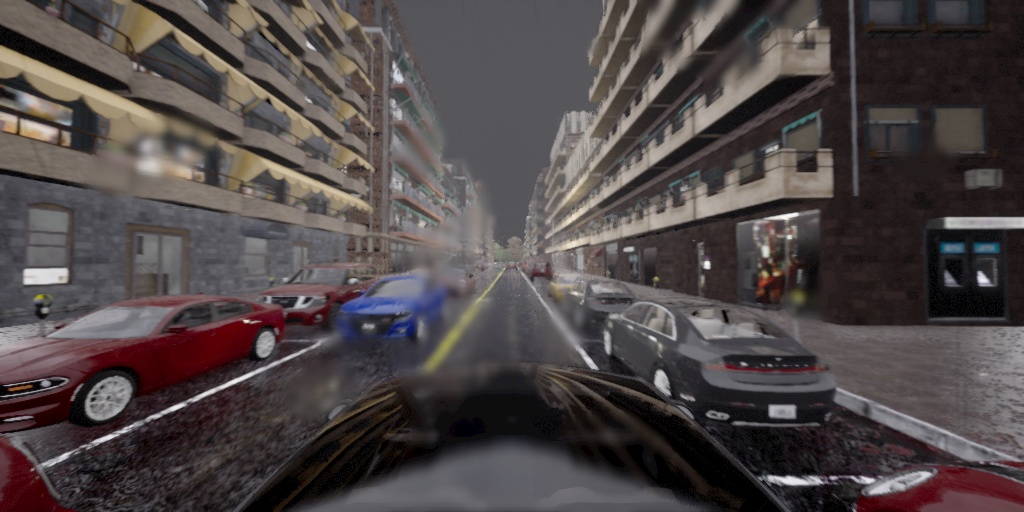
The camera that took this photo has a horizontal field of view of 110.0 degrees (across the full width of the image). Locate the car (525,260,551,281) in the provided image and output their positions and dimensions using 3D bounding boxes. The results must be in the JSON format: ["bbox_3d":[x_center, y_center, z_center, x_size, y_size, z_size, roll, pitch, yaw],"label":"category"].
[{"bbox_3d":[2.662,1.358,33.592,2.192,1.841,5.009,0,0,0],"label":"car"}]

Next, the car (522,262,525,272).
[{"bbox_3d":[2.651,1.699,44.727,2.007,1.370,4.403,0,0,0],"label":"car"}]

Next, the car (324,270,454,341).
[{"bbox_3d":[-3.098,1.310,10.324,1.882,1.535,5.008,0,-1,0],"label":"car"}]

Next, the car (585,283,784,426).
[{"bbox_3d":[2.688,1.335,5.754,2.007,1.370,4.403,0,0,0],"label":"car"}]

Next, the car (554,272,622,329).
[{"bbox_3d":[2.683,1.386,11.321,2.007,1.370,4.403,0,0,0],"label":"car"}]

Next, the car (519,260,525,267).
[{"bbox_3d":[2.639,1.569,55.861,2.192,1.841,5.009,0,0,0],"label":"car"}]

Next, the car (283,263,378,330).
[{"bbox_3d":[-5.698,1.159,11.347,2.192,1.841,5.009,0,0,0],"label":"car"}]

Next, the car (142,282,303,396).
[{"bbox_3d":[-5.692,1.339,5.779,1.888,1.381,4.507,0,0,0],"label":"car"}]

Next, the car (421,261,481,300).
[{"bbox_3d":[-3.016,1.328,18.747,2.097,1.767,4.553,0,-1,0],"label":"car"}]

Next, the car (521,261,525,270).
[{"bbox_3d":[2.645,1.747,50.294,1.888,1.381,4.507,0,0,0],"label":"car"}]

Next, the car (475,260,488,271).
[{"bbox_3d":[-5.747,1.632,61.454,2.192,1.841,5.009,0,0,0],"label":"car"}]

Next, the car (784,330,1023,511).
[{"bbox_3d":[2.694,1.173,0.186,1.967,1.591,4.097,0,0,0],"label":"car"}]

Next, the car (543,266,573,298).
[{"bbox_3d":[2.678,1.412,17.059,1.751,1.417,4.829,0,0,0],"label":"car"}]

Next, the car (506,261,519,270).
[{"bbox_3d":[-0.061,1.700,65.305,2.097,1.767,4.553,0,-1,0],"label":"car"}]

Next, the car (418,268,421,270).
[{"bbox_3d":[-5.709,1.474,22.311,1.751,1.417,4.829,0,0,0],"label":"car"}]
